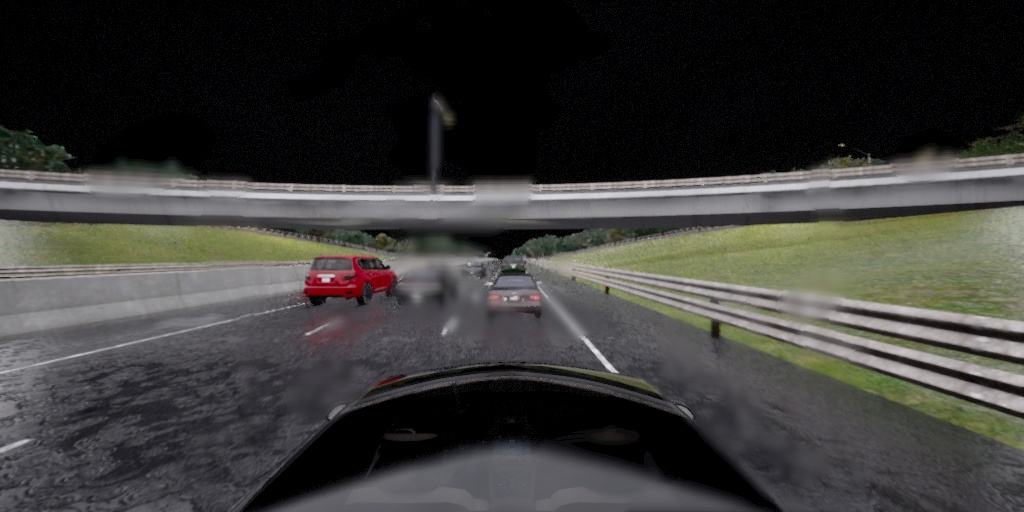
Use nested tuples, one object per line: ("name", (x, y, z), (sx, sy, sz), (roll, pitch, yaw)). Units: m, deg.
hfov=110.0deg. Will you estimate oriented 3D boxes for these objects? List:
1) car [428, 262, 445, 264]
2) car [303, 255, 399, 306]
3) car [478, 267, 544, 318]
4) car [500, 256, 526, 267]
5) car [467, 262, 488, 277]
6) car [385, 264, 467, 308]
("car", (-6.871, 1.268, 33.343), (2.128, 1.511, 4.902), (0, 0, 0))
("car", (-6.887, 0.983, 15.961), (2.150, 2.045, 5.566), (0, 0, 0))
("car", (0.116, 1.307, 12.989), (2.033, 1.411, 5.357), (0, 0, 0))
("car", (0.128, 0.998, 32.651), (2.150, 2.045, 5.566), (0, 0, 0))
("car", (-3.371, 1.269, 33.330), (2.128, 1.511, 4.902), (0, 0, 0))
("car", (-3.388, 1.253, 15.236), (2.128, 1.511, 4.902), (0, 0, 0))
